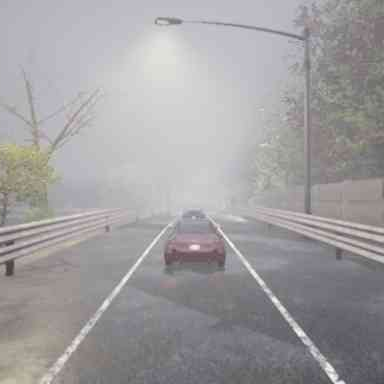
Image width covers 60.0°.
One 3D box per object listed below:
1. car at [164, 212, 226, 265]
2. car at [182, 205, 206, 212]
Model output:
[{"bbox_3d":[0.091,1.625,11.902,1.994,1.385,4.181,0,0,0],"label":"car"},{"bbox_3d":[0.155,1.831,27.739,1.812,1.442,4.674,0,-2,0],"label":"car"}]
